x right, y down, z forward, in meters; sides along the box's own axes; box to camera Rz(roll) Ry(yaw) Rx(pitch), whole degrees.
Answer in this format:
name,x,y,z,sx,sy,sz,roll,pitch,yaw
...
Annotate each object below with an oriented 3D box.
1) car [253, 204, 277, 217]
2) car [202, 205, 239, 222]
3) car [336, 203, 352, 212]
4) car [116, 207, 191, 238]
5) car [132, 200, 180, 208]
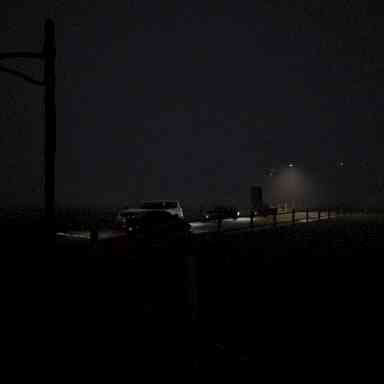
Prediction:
name,x,y,z,sx,sy,sz,roll,pitch,yaw
car,8.877,2.266,40.777,2.128,1.511,4.902,0,-1,36
car,2.849,2.067,32.547,2.128,1.511,4.902,0,-1,36
car,27.284,2.784,59.695,1.837,1.490,4.892,0,-2,36
car,-1.944,1.834,19.729,1.812,1.442,4.674,0,-1,36
car,-2.964,1.608,24.606,2.150,2.045,5.566,0,-1,36
